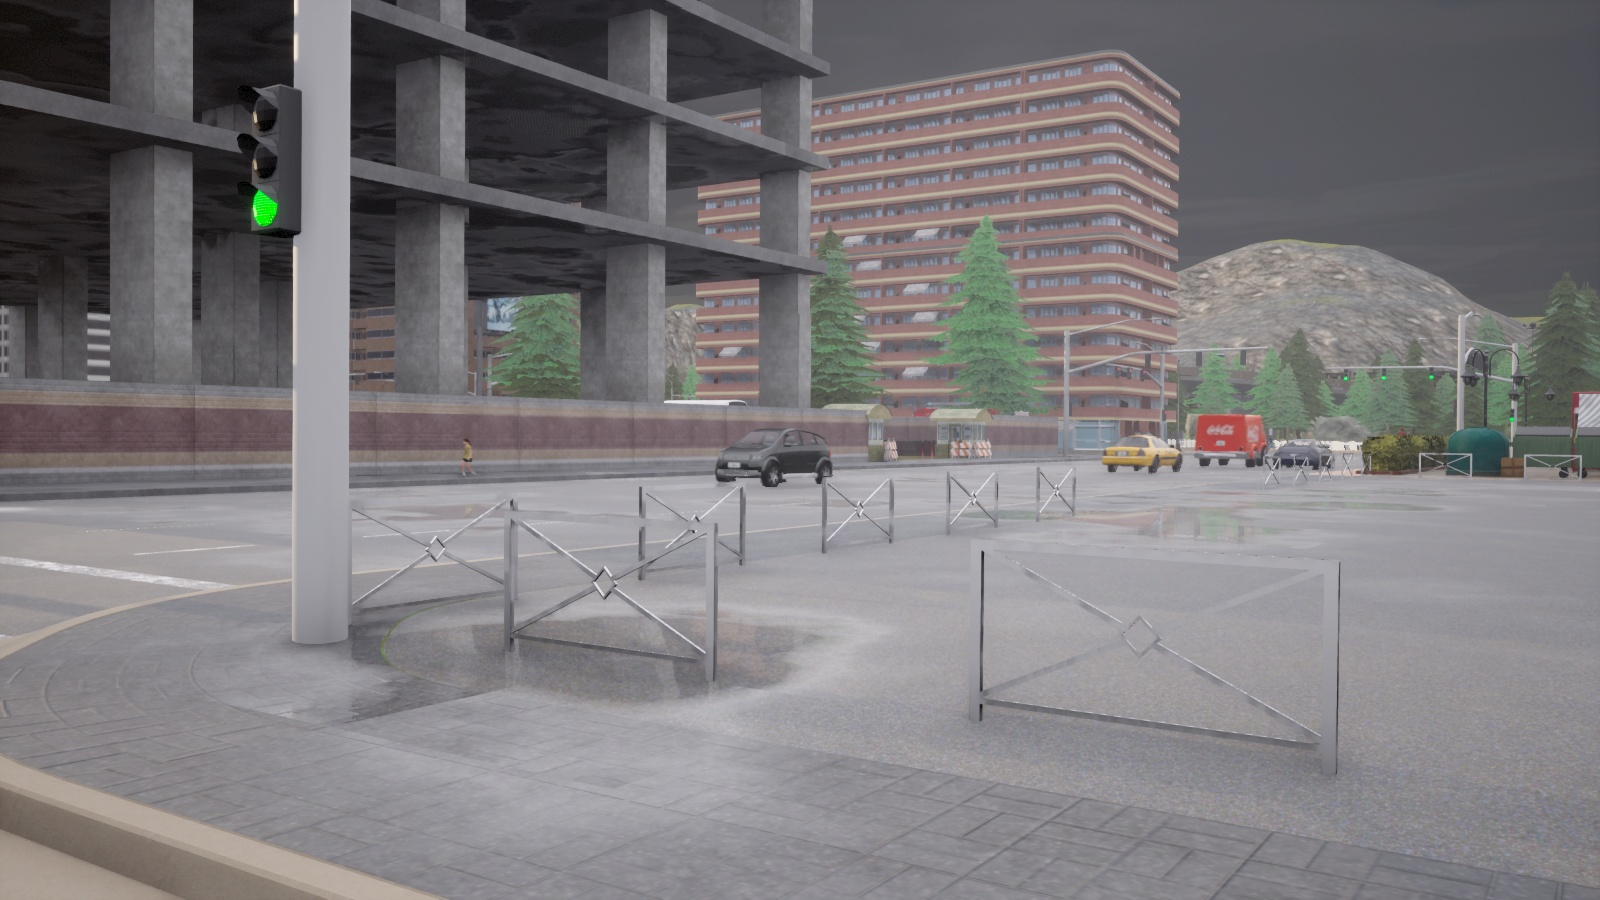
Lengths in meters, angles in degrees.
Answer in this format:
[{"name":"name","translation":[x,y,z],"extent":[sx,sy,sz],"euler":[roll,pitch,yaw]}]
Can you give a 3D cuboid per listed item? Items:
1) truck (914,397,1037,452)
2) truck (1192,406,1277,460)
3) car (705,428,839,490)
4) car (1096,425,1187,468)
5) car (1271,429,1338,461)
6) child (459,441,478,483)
[{"name":"truck","translation":[12.721,-1.797,91.465],"extent":[8.468,3.827,2.891],"euler":[0,1,34]},{"name":"truck","translation":[20.736,-0.815,59.822],"extent":[2.627,2.467,5.204],"euler":[0,1,33]},{"name":"car","translation":[-0.704,0.201,33.678],"extent":[1.789,1.549,3.705],"euler":[0,1,33]},{"name":"car","translation":[13.269,-0.167,48.503],"extent":[1.801,1.575,5.366],"euler":[0,1,33]},{"name":"car","translation":[22.725,-0.237,56.481],"extent":[1.994,1.385,4.181],"euler":[0,1,33]},{"name":"child","translation":[-8.961,0.327,33.961],"extent":[0.394,1.110,0.255],"euler":[-1,1,-44]}]
